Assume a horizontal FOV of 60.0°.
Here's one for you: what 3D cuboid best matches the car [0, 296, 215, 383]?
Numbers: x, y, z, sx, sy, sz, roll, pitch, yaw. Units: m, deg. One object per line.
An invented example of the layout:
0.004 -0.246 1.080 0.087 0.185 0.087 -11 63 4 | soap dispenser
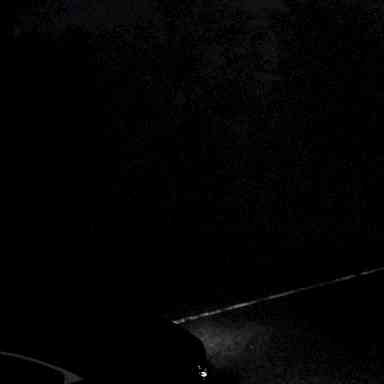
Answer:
-2.038 1.502 2.291 4.892 1.490 1.837 0 0 -36 | car
